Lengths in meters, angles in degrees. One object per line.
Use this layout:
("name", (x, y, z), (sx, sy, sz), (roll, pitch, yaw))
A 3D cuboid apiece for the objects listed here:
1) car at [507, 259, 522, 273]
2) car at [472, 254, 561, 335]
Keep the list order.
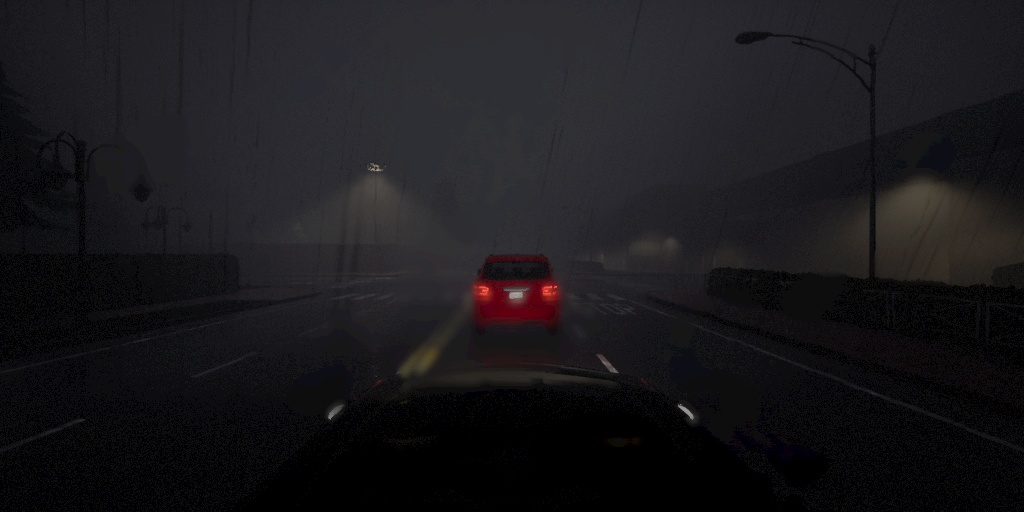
("car", (0.339, 1.223, 45.576), (1.882, 1.535, 5.008), (0, 0, 1))
("car", (0.118, 0.970, 10.640), (2.150, 2.045, 5.566), (0, 0, 0))
